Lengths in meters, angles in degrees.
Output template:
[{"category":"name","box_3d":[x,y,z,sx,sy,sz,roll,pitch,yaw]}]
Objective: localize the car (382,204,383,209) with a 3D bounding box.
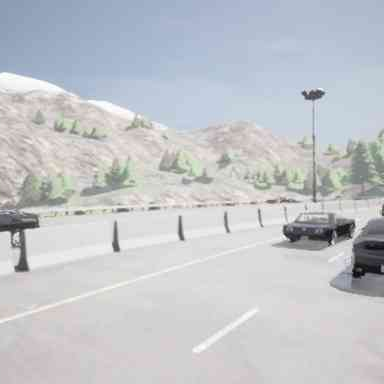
[{"category":"car","box_3d":[17.595,1.181,27.821,4.553,1.767,2.097,-1,0,-45]}]

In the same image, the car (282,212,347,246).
[{"category":"car","box_3d":[5.914,1.549,15.093,1.895,1.301,4.718,-1,0,39]}]

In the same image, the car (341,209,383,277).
[{"category":"car","box_3d":[5.799,1.449,9.285,1.837,1.490,4.892,-1,0,37]}]

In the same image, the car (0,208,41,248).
[{"category":"car","box_3d":[-8.846,1.588,13.344,1.882,1.535,5.008,-1,0,36]}]
